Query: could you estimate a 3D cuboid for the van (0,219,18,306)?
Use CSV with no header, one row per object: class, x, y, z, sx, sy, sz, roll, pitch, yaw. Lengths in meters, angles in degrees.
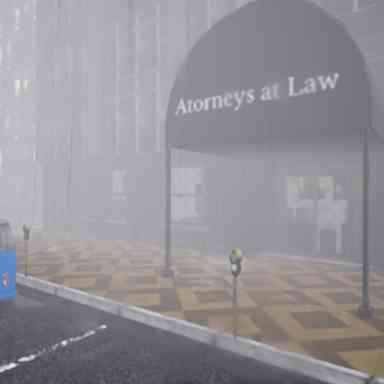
van,-5.102,1.304,6.533,3.998,1.788,1.690,0,0,36
